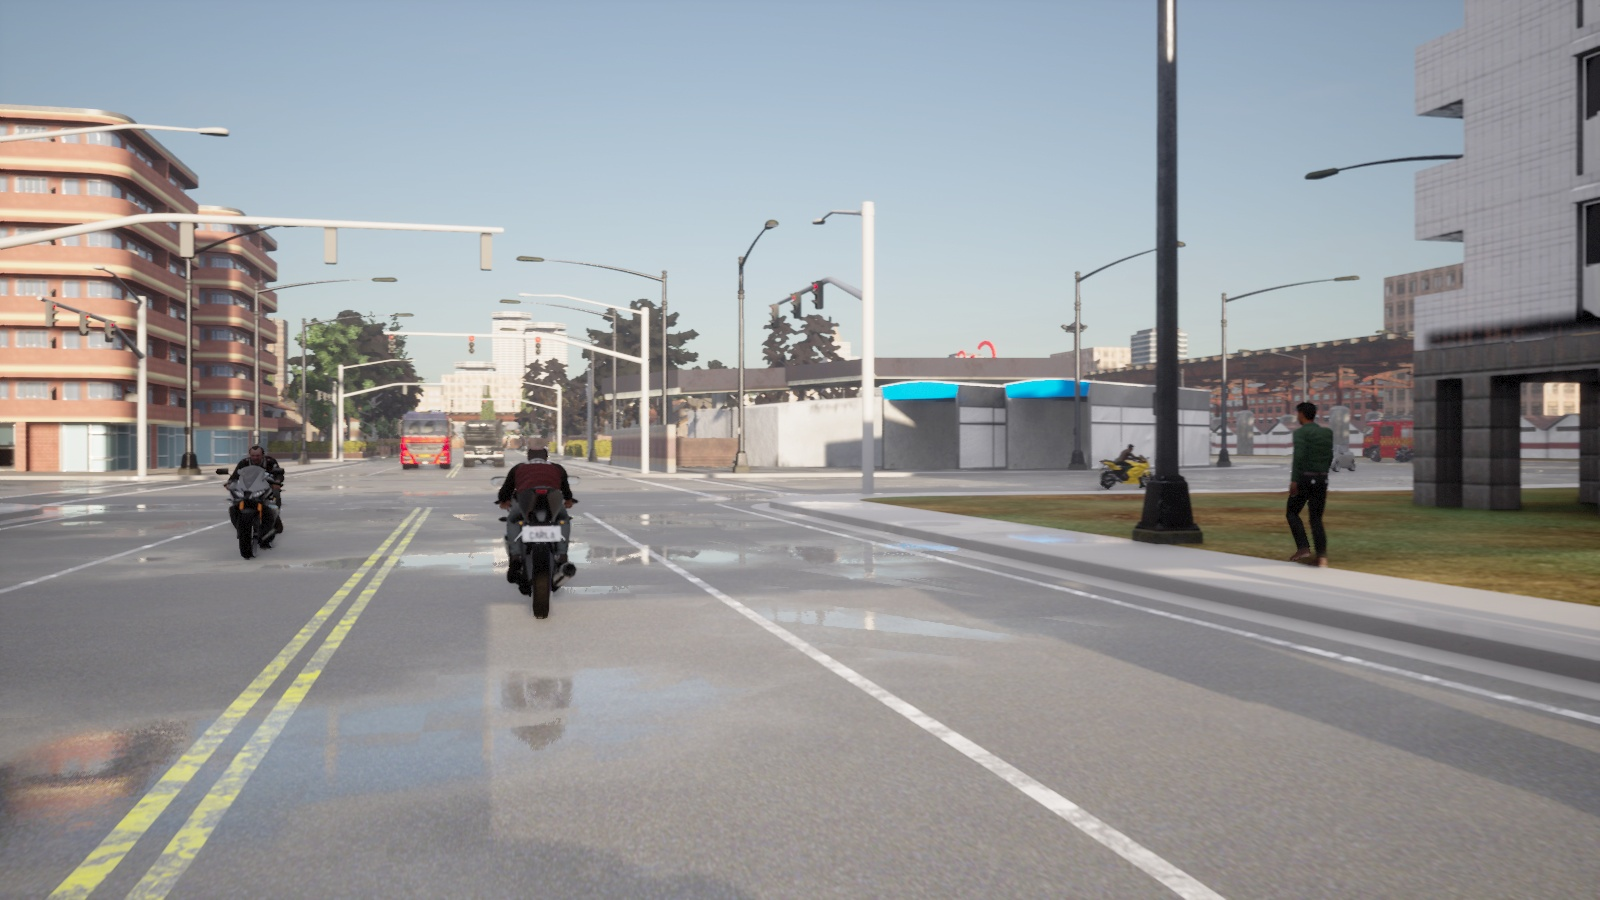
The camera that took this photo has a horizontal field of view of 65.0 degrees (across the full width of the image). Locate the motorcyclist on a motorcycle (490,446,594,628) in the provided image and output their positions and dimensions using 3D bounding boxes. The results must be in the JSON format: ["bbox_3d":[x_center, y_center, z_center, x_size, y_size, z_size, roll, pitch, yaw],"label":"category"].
[{"bbox_3d":[-2.451,0.734,11.785,0.866,1.530,2.191,0,0,-13],"label":"motorcyclist on a motorcycle"}]

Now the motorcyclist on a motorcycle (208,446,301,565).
[{"bbox_3d":[-7.493,0.710,17.358,0.866,1.530,2.191,0,0,-15],"label":"motorcyclist on a motorcycle"}]

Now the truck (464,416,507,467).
[{"bbox_3d":[-22.627,-0.603,90.280,2.891,3.462,7.936,0,0,-14],"label":"truck"}]

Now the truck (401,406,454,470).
[{"bbox_3d":[-23.432,-0.742,79.358,2.891,3.827,8.468,0,0,-14],"label":"truck"}]

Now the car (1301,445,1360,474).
[{"bbox_3d":[28.410,0.500,67.172,1.845,1.501,3.633,0,0,41],"label":"car"}]

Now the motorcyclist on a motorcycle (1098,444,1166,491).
[{"bbox_3d":[11.041,0.565,41.793,2.044,1.523,0.797,0,0,-14],"label":"motorcyclist on a motorcycle"}]

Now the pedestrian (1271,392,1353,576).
[{"bbox_3d":[5.569,0.357,13.683,0.423,1.949,0.788,0,0,-15],"label":"pedestrian"}]
